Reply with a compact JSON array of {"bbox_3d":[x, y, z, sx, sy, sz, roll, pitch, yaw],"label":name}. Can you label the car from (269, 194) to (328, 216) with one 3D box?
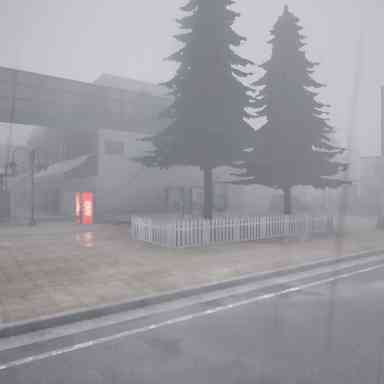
[{"bbox_3d":[9.596,1.209,30.462,2.150,2.045,5.566,0,0,-34],"label":"car"}]
